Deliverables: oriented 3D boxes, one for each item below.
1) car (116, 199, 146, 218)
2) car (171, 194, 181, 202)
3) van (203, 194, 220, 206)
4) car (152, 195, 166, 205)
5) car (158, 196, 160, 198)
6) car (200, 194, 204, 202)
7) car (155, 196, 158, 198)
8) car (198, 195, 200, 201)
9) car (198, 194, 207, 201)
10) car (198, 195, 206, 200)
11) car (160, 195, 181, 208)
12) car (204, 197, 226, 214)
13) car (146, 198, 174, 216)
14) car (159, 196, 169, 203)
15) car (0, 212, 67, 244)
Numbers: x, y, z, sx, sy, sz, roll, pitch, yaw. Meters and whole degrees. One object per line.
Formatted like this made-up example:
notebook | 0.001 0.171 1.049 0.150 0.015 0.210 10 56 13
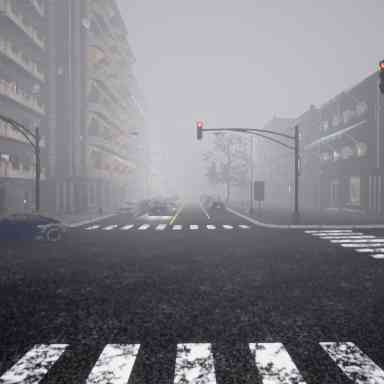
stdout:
car | -5.703 1.542 30.188 2.008 1.369 4.403 0 0 0
car | -3.020 1.112 63.285 1.812 1.442 4.674 0 0 0
van | 2.673 1.327 41.250 1.690 1.788 3.998 0 0 0
car | -5.712 1.417 57.856 1.967 1.590 4.097 0 0 0
car | -5.709 1.562 52.323 1.802 1.307 4.206 0 0 0
car | 2.671 1.420 52.318 1.967 1.590 4.097 0 0 0
car | -5.705 1.531 41.255 1.887 1.381 4.507 0 0 0
car | 2.663 1.280 74.451 2.192 1.841 5.009 0 0 0
car | 2.661 1.396 85.518 1.967 1.590 4.097 0 0 0
car | 2.661 1.495 91.052 1.887 1.381 4.507 0 0 0
car | -3.111 1.530 47.783 2.033 1.411 5.357 0 0 0
car | 2.677 1.555 35.717 1.947 1.339 4.313 0 0 0
car | -3.108 1.555 32.866 1.994 1.385 4.181 0 0 0
car | -5.713 1.551 68.923 1.802 1.307 4.206 0 0 0
car | -7.976 1.643 15.170 4.181 1.385 1.994 -1 1 -34
